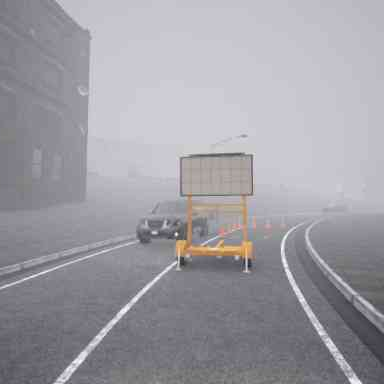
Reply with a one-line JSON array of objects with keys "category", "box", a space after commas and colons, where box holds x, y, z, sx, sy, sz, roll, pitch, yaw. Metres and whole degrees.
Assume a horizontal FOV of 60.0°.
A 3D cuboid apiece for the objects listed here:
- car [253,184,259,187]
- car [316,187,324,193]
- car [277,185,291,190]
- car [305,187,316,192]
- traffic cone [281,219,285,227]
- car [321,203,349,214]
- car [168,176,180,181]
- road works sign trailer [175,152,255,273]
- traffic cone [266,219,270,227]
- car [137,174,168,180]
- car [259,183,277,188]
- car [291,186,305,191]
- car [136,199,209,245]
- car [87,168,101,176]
[{"category": "car", "box": [11.067, -1.500, 69.397, 4.553, 1.767, 2.185, 3, -6, -36]}, {"category": "car", "box": [32.402, -0.164, 87.334, 5.566, 2.045, 2.435, 5, -6, -42]}, {"category": "car", "box": [19.890, -0.794, 76.340, 4.674, 1.452, 2.002, 4, -6, -39]}, {"category": "car", "box": [28.262, -0.375, 83.551, 4.553, 1.767, 2.185, 4, -6, -41]}, {"category": "traffic cone", "box": [6.249, 2.136, 22.871, 0.340, 0.580, 0.340, -2, -1, 17]}, {"category": "car", "box": [20.205, 2.272, 46.963, 5.008, 1.535, 1.882, 1, -4, -38]}, {"category": "car", "box": [-2.509, -2.114, 59.832, 4.892, 1.521, 2.231, 3, -5, -33]}, {"category": "road works sign trailer", "box": [0.840, 0.530, 11.043, 2.380, 3.560, 2.880, -1, -1, 12]}, {"category": "traffic cone", "box": [5.296, 2.166, 23.161, 0.340, 0.580, 0.340, -2, -1, 17]}, {"category": "car", "box": [-7.142, -2.323, 56.839, 4.892, 1.521, 2.231, 2, -5, -33]}, {"category": "car", "box": [15.594, -1.073, 72.885, 4.792, 1.488, 2.163, 3, -6, -38]}, {"category": "car", "box": [24.035, -0.559, 79.826, 4.892, 1.521, 2.231, 4, -6, -40]}, {"category": "car", "box": [-0.760, 1.406, 16.764, 2.150, 2.045, 5.566, -1, -1, 18]}, {"category": "car", "box": [-16.337, -2.839, 50.929, 4.553, 1.767, 2.185, 2, -5, -33]}]
